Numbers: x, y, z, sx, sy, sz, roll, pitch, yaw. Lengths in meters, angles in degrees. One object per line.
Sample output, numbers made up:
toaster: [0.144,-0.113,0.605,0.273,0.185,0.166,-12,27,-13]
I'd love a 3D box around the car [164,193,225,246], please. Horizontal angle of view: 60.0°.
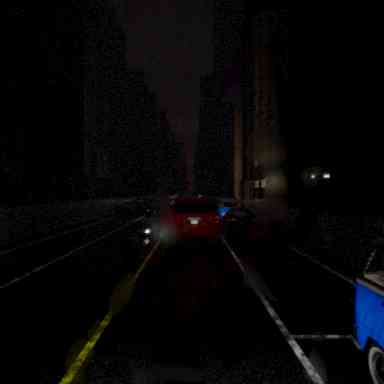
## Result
car: [0.098,1.238,15.471,2.150,2.045,5.566,0,0,0]

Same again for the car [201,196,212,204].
car: [2.764,1.516,64.961,1.967,1.590,4.097,0,0,0]

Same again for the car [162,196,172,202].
car: [-5.760,1.639,76.310,1.887,1.381,4.507,0,0,0]

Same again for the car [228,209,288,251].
car: [2.763,1.596,13.861,1.802,1.307,4.206,0,0,0]

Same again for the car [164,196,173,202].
car: [-5.760,1.670,81.988,1.947,1.339,4.313,0,0,0]

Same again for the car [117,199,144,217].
car: [-5.762,1.584,30.892,2.008,1.369,4.403,0,0,0]

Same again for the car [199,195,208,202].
car: [2.765,1.545,81.993,1.967,1.590,4.097,0,0,0]

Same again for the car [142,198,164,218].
car: [-3.097,1.559,30.559,1.812,1.442,4.674,0,0,0]

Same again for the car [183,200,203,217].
car: [0.098,1.539,32.240,1.837,1.490,4.892,0,0,0]

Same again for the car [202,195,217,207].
car: [2.764,1.375,53.604,2.192,1.841,5.009,0,0,0]

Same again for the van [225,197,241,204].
van: [2.763,1.368,25.217,1.690,1.788,3.998,0,0,0]

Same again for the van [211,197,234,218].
van: [2.763,1.375,30.895,1.690,1.788,3.998,0,0,0]

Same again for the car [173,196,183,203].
car: [-2.998,1.626,71.598,1.994,1.385,4.181,0,0,0]

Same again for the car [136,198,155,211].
car: [-5.761,1.572,42.077,1.752,1.417,4.829,0,0,0]

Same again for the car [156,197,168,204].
car: [-5.761,1.620,64.956,1.887,1.381,4.507,0,0,0]

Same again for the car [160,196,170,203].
car: [-5.761,1.609,70.464,1.752,1.417,4.829,0,0,0]

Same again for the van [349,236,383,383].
van: [2.763,1.343,2.507,1.690,1.788,3.998,0,0,0]

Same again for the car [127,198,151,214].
car: [-5.761,1.480,36.569,1.967,1.590,4.097,0,0,0]

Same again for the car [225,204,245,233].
car: [2.763,1.602,19.539,1.802,1.307,4.206,0,0,0]
